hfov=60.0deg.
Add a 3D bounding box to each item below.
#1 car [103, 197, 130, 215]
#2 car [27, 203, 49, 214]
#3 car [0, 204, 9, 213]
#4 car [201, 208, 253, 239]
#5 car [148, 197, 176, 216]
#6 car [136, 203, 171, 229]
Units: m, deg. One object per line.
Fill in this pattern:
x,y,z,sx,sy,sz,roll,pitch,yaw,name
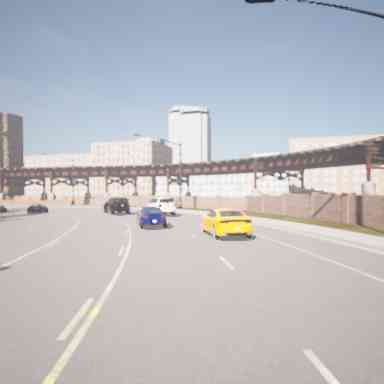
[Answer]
-9.393,1.699,41.169,2.150,2.045,5.566,0,-1,-28,car
-21.077,2.263,45.476,1.994,1.385,4.181,-1,-1,-40,car
-27.952,2.418,47.703,4.181,1.385,1.994,-2,-1,43,car
1.778,1.629,18.315,1.882,1.535,5.008,0,-1,-9,car
-3.544,1.593,37.135,2.150,2.045,5.566,0,-1,-22,car
-2.946,1.770,23.942,1.812,1.442,4.674,0,-1,-13,car
